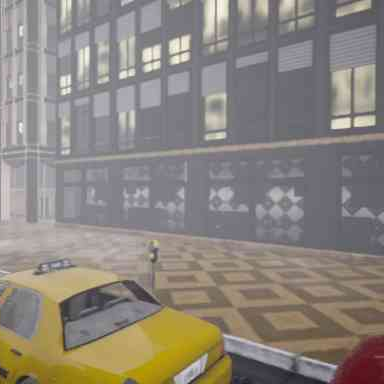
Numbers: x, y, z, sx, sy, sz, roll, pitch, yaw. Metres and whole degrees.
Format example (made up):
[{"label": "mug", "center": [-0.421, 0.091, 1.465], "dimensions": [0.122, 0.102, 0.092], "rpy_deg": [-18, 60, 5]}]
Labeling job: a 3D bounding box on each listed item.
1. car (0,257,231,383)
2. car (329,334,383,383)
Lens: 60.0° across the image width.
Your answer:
[{"label": "car", "center": [-1.888, 1.521, 4.215], "dimensions": [4.829, 1.417, 1.752], "rpy_deg": [0, 0, 36]}, {"label": "car", "center": [2.889, 1.317, 0.807], "dimensions": [5.009, 1.841, 2.192], "rpy_deg": [0, 0, 36]}]
